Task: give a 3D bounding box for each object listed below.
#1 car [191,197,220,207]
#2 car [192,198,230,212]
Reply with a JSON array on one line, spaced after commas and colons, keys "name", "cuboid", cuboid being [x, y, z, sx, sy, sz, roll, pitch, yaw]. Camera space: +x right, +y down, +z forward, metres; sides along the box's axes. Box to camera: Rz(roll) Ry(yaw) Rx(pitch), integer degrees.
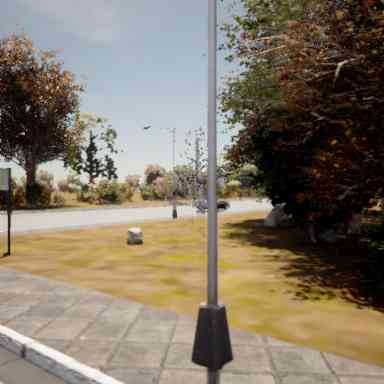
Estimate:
[{"name": "car", "cuboid": [2.057, 1.507, 49.050, 1.895, 1.301, 4.718, 0, 0, 37]}, {"name": "car", "cuboid": [2.473, 1.444, 37.841, 2.128, 1.511, 4.902, 0, 0, 38]}]
